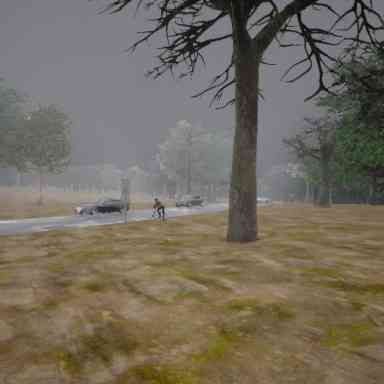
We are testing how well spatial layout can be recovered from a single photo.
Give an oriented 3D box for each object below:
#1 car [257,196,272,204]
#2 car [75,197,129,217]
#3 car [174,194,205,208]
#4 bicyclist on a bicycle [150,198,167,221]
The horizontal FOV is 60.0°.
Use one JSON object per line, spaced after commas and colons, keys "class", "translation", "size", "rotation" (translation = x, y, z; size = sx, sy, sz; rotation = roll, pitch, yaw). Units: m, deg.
{"class": "car", "translation": [12.178, 1.284, 55.803], "size": [1.895, 1.301, 4.718], "rotation": [1, 0, 23]}
{"class": "car", "translation": [-7.486, 1.211, 28.113], "size": [2.128, 1.511, 4.902], "rotation": [2, 2, 35]}
{"class": "car", "translation": [-0.207, 1.068, 39.130], "size": [1.837, 1.490, 4.892], "rotation": [1, 2, 31]}
{"class": "bicyclist on a bicycle", "translation": [-2.451, 1.288, 24.053], "size": [1.656, 1.620, 0.582], "rotation": [0, 0, 36]}
